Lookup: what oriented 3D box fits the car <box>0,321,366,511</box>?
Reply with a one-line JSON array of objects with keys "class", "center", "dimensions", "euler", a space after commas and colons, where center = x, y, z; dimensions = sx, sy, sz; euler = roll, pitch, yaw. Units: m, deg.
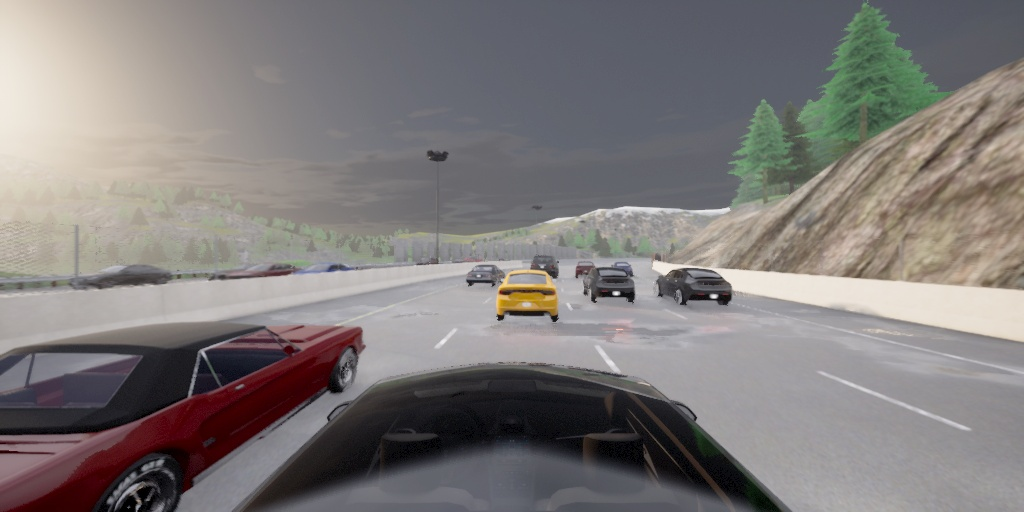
[{"class": "car", "center": [-3.323, 1.342, 3.729], "dimensions": [1.895, 1.301, 4.718], "euler": [0, 0, 1]}]

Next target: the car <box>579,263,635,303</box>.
[{"class": "car", "center": [4.448, 1.262, 16.942], "dimensions": [1.837, 1.490, 4.892], "euler": [0, 0, 5]}]

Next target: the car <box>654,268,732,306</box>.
[{"class": "car", "center": [7.870, 1.271, 15.993], "dimensions": [1.837, 1.490, 4.892], "euler": [0, 0, 5]}]

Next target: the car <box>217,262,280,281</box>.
[{"class": "car", "center": [-16.132, 1.183, 23.674], "dimensions": [1.882, 1.535, 5.008], "euler": [0, 0, 7]}]

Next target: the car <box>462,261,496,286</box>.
[{"class": "car", "center": [-1.722, 1.288, 24.675], "dimensions": [2.033, 1.411, 5.357], "euler": [0, 0, 8]}]

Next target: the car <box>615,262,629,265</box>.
[{"class": "car", "center": [10.970, 1.295, 35.946], "dimensions": [1.812, 1.442, 4.674], "euler": [0, 0, 12]}]

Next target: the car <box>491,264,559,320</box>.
[{"class": "car", "center": [0.577, 1.227, 12.664], "dimensions": [1.882, 1.535, 5.008], "euler": [0, 0, 4]}]

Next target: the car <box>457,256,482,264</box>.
[{"class": "car", "center": [-7.046, 0.941, 62.744], "dimensions": [2.150, 2.045, 5.566], "euler": [0, 0, 19]}]

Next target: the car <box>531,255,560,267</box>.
[{"class": "car", "center": [2.887, 0.972, 31.298], "dimensions": [2.150, 2.045, 5.566], "euler": [0, 0, 10]}]

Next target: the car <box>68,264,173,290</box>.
[{"class": "car", "center": [-23.382, 1.214, 21.725], "dimensions": [1.812, 1.442, 4.674], "euler": [0, 0, 6]}]

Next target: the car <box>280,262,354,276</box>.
[{"class": "car", "center": [-12.569, 1.192, 23.973], "dimensions": [1.882, 1.535, 5.008], "euler": [0, 0, 8]}]

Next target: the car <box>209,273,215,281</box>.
[{"class": "car", "center": [-19.294, 1.245, 26.679], "dimensions": [2.033, 1.411, 5.357], "euler": [0, 0, 8]}]

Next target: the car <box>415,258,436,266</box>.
[{"class": "car", "center": [-14.746, 1.053, 61.774], "dimensions": [2.097, 1.767, 4.553], "euler": [0, 0, 19]}]

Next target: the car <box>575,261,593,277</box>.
[{"class": "car", "center": [7.167, 1.238, 34.863], "dimensions": [1.882, 1.535, 5.008], "euler": [0, 0, 12]}]

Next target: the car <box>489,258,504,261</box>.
[{"class": "car", "center": [-2.877, 1.081, 63.984], "dimensions": [2.097, 1.767, 4.553], "euler": [0, 0, 20]}]
